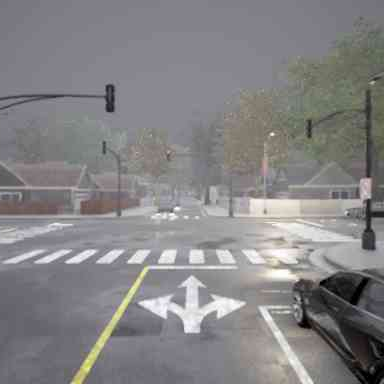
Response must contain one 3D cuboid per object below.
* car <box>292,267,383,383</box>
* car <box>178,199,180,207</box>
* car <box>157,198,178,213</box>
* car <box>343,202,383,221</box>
[{"bbox_3d":[2.638,1.590,4.170,1.947,1.339,4.313,0,0,0],"label":"car"},{"bbox_3d":[-3.082,1.876,59.710,2.128,1.511,4.902,0,-1,0],"label":"car"},{"bbox_3d":[-3.099,1.752,40.256,1.837,1.490,4.892,0,0,0],"label":"car"},{"bbox_3d":[14.955,1.547,27.140,4.902,1.511,2.128,0,0,0],"label":"car"}]
